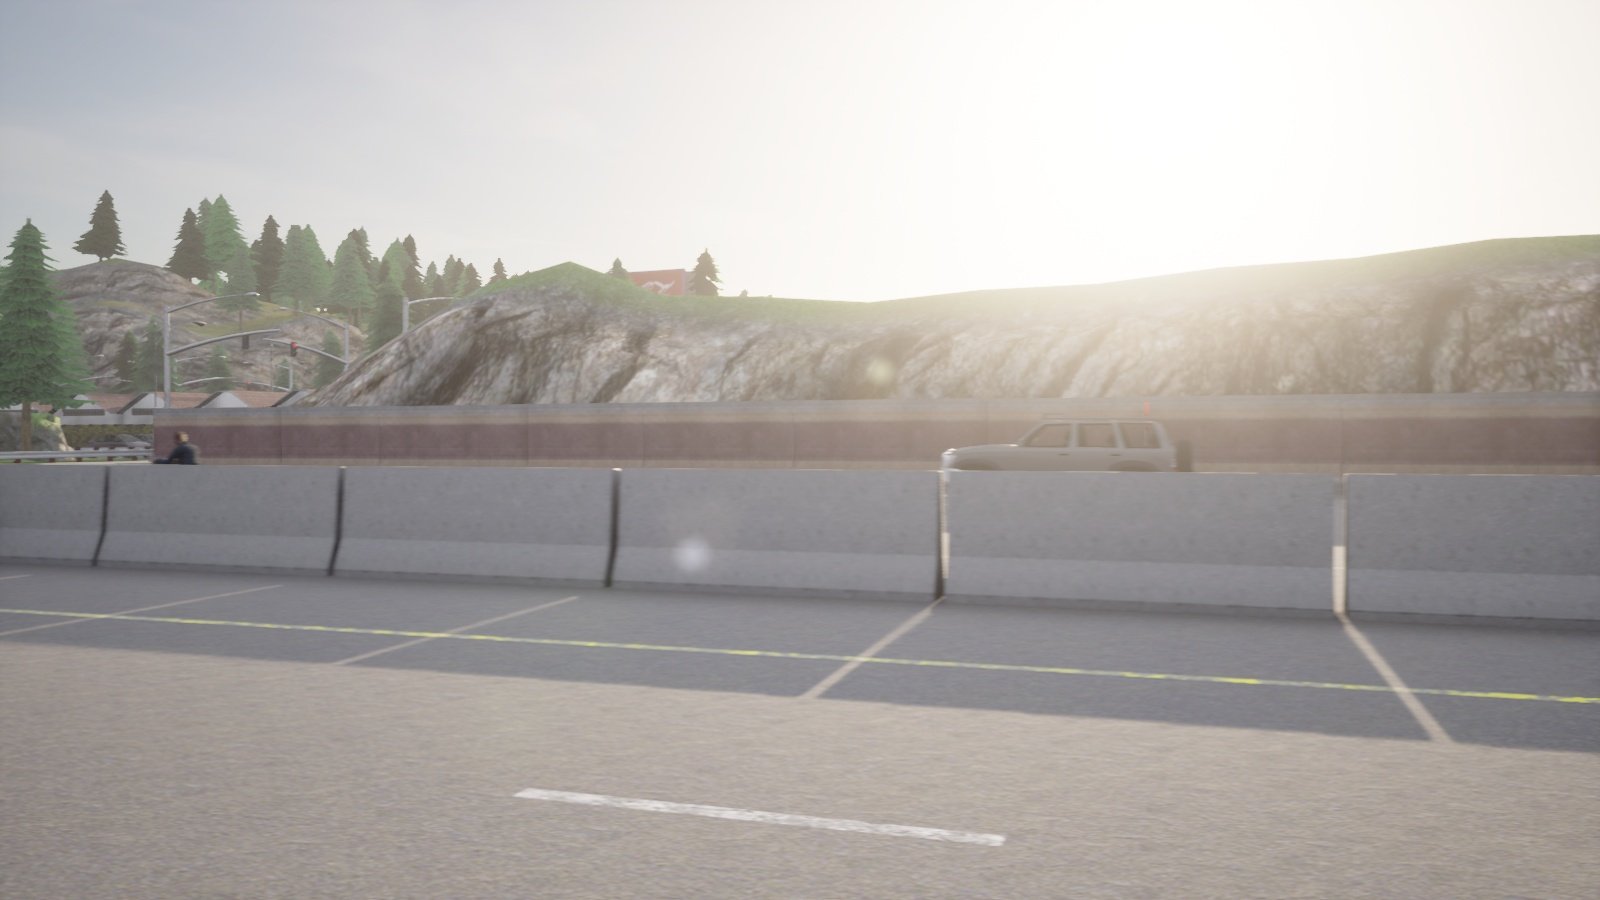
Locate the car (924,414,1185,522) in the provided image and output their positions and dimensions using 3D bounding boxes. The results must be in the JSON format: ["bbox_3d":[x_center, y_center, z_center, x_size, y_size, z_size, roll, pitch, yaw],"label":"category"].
[{"bbox_3d":[4.832,0.283,23.720,4.605,1.855,1.932,1,1,19],"label":"car"}]

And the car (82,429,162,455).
[{"bbox_3d":[-40.183,-0.507,74.400,4.193,1.474,1.816,1,1,19],"label":"car"}]

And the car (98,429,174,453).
[{"bbox_3d":[-41.525,-0.578,78.554,4.193,1.474,1.816,1,1,19],"label":"car"}]
